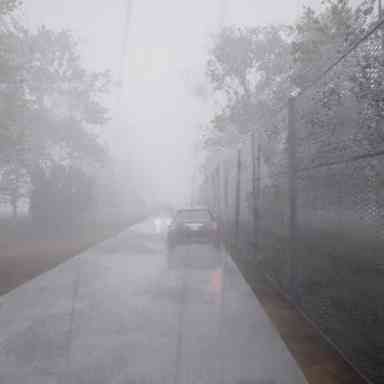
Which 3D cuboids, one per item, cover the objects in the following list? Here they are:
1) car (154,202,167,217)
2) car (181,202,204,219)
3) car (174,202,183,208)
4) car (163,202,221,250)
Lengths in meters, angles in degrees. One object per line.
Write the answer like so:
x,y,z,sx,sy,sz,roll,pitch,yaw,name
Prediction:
-2.928,1.823,35.521,2.128,1.511,4.902,0,-1,0,car
0.030,1.772,32.660,2.128,1.511,4.902,0,-1,0,car
-3.132,2.920,76.108,1.812,1.442,4.674,0,-2,0,car
0.083,1.400,14.733,2.097,1.767,4.553,-1,0,0,car
